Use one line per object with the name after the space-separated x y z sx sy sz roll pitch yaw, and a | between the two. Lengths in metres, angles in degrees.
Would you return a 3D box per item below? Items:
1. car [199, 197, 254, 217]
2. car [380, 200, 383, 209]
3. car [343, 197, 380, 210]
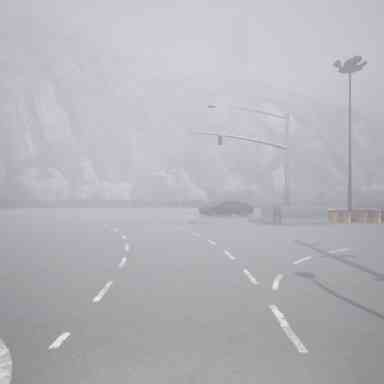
3.064 1.442 29.926 4.892 1.490 1.837 0 0 -3 | car
21.041 1.162 30.853 5.566 2.045 2.150 0 0 -3 | car
21.399 1.409 41.381 4.902 1.511 2.128 0 0 -3 | car
